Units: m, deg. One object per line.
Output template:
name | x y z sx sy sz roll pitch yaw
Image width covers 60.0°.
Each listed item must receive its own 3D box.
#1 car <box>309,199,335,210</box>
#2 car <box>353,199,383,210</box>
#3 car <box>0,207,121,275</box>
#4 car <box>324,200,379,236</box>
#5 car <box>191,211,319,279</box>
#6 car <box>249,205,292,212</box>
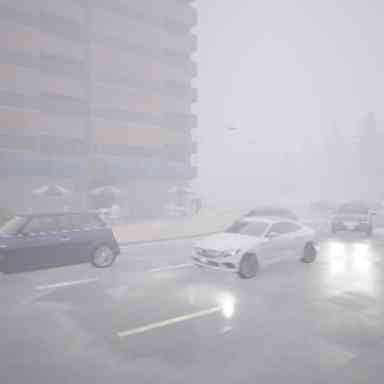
car | 15.253 1.473 38.119 1.994 1.385 4.181 0 0 -11
car | 19.015 1.450 37.495 2.033 1.411 5.357 0 0 -9
car | -4.456 1.346 9.508 4.553 1.767 2.097 0 0 -37
car | 8.844 1.445 18.189 2.128 1.511 4.902 0 0 29
car | 2.105 1.506 10.181 4.674 1.442 1.812 0 0 -39
car | 3.831 1.472 16.862 1.837 1.490 4.892 0 0 38
